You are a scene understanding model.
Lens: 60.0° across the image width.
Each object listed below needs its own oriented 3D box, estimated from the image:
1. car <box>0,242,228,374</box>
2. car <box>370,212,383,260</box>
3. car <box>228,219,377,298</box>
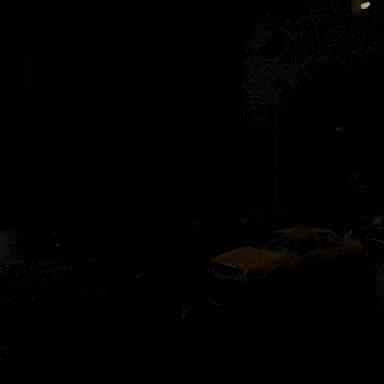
[{"bbox_3d":[-1.734,1.566,5.414,4.313,1.339,1.947,0,0,-36],"label":"car"},{"bbox_3d":[7.109,1.441,11.745,4.097,1.590,1.967,0,0,-36],"label":"car"},{"bbox_3d":[2.549,1.525,8.481,4.829,1.417,1.752,0,0,-36],"label":"car"}]
